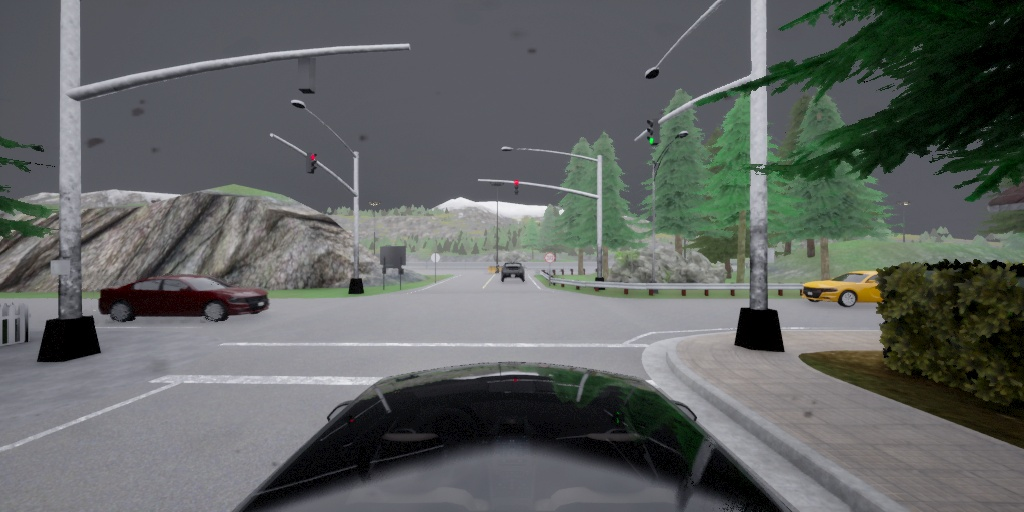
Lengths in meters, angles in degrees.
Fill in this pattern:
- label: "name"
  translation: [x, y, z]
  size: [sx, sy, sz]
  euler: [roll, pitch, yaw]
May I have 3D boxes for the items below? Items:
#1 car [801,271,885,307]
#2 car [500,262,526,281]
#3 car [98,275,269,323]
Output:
- label: "car"
  translation: [15.955, 1.419, 16.176]
  size: [5.008, 1.535, 1.882]
  euler: [0, 0, 0]
- label: "car"
  translation: [0.053, 1.254, 29.971]
  size: [1.837, 1.490, 4.892]
  euler: [0, 0, -1]
- label: "car"
  translation: [-11.371, 1.419, 12.654]
  size: [5.008, 1.535, 1.882]
  euler: [0, 0, 0]
